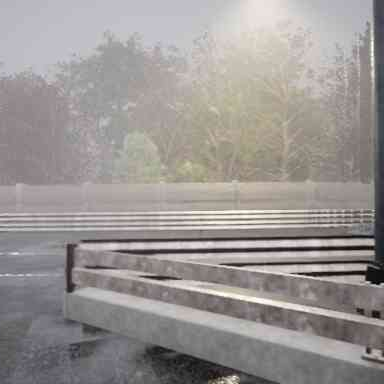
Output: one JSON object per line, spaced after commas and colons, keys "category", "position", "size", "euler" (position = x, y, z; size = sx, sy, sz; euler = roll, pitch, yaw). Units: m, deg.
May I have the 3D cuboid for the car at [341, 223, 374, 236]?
{"category": "car", "position": [7.896, 1.461, 11.976], "size": [5.008, 1.535, 1.882], "euler": [-1, 0, -6]}
